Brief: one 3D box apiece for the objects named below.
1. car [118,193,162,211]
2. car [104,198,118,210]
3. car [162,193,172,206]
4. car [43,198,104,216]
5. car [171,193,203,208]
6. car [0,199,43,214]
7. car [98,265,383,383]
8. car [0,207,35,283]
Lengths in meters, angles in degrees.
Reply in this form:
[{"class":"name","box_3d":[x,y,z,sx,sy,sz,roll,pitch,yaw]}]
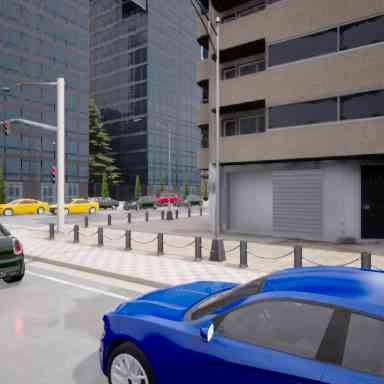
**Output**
[{"class":"car","box_3d":[-6.163,1.297,40.115,2.097,1.767,4.553,0,0,36]},{"class":"car","box_3d":[-10.875,1.436,39.576,2.128,1.511,4.902,0,0,36]},{"class":"car","box_3d":[-4.225,1.168,48.753,2.150,2.045,5.566,0,0,36]},{"class":"car","box_3d":[-11.533,1.422,32.696,1.882,1.535,5.008,0,0,36]},{"class":"car","box_3d":[-0.355,1.297,48.124,2.097,1.767,4.553,0,0,36]},{"class":"car","box_3d":[-16.389,1.422,31.967,1.882,1.535,5.008,0,0,36]},{"class":"car","box_3d":[1.217,1.478,3.124,5.008,1.535,1.882,0,0,36]},{"class":"car","box_3d":[-6.279,1.352,8.464,4.553,1.767,2.097,0,0,36]}]
